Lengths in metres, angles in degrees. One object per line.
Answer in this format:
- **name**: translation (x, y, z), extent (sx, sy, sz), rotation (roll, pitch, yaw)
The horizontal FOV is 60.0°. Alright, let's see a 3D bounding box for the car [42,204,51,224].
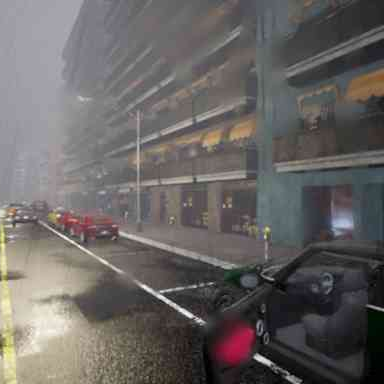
- **car**: translation (-11.038, 1.981, 27.739), extent (1.752, 1.417, 4.829), rotation (0, -1, -30)

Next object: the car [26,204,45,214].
- **car**: translation (-22.273, 2.372, 47.202), extent (2.008, 1.369, 4.403), rotation (0, -1, -30)

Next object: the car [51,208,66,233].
- **car**: translation (-8.124, 1.911, 22.692), extent (1.887, 1.381, 4.507), rotation (0, -1, -30)

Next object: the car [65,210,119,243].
- **car**: translation (-5.292, 1.828, 17.786), extent (1.887, 1.381, 4.507), rotation (0, -1, -30)

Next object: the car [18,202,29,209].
- **car**: translation (-36.423, 2.876, 71.712), extent (1.947, 1.339, 4.313), rotation (0, -1, -30)

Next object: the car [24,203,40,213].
- **car**: translation (-25.103, 2.467, 52.104), extent (2.008, 1.369, 4.403), rotation (0, -1, -30)

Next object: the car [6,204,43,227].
- **car**: translation (-13.733, 2.007, 27.181), extent (2.033, 1.411, 5.357), rotation (0, -1, -30)

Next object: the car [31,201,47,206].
- **car**: translation (-19.445, 2.042, 42.302), extent (2.192, 1.841, 5.009), rotation (0, -1, -30)

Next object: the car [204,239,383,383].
- **car**: translation (2.141, 1.406, 4.312), extent (2.097, 1.767, 4.553), rotation (0, -1, -30)

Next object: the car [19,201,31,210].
- **car**: translation (-33.595, 2.649, 66.814), extent (1.967, 1.590, 4.097), rotation (0, -1, -30)

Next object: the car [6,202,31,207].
- **car**: translation (-20.116, 2.015, 38.133), extent (2.097, 1.767, 4.553), rotation (0, -1, -30)
